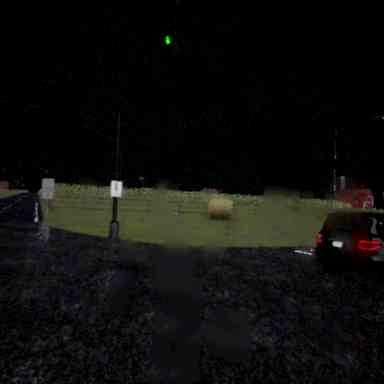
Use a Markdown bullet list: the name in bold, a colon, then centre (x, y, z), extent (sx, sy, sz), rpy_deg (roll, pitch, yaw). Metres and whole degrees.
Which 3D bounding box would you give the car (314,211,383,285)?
- **car**: centre (6.408, 1.701, 10.601), extent (5.566, 2.045, 2.150), rpy_deg (4, -2, -29)
